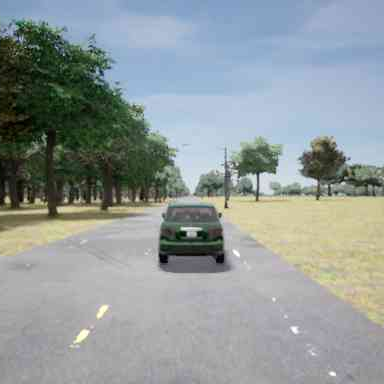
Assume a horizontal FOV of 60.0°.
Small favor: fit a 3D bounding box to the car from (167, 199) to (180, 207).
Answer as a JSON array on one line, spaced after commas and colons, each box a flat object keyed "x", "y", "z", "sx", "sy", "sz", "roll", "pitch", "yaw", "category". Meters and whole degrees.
[{"x": -3.568, "y": 2.211, "z": 65.073, "sx": 2.033, "sy": 1.411, "sz": 5.357, "roll": 0, "pitch": 0, "yaw": 0, "category": "car"}]

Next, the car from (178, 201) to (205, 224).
[{"x": -0.008, "y": 1.663, "z": 28.451, "sx": 2.097, "sy": 1.767, "sz": 4.553, "roll": 0, "pitch": -1, "yaw": 0, "category": "car"}]

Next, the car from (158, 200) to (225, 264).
[{"x": -0.005, "y": 1.364, "z": 12.579, "sx": 2.150, "sy": 2.045, "sz": 5.566, "roll": 0, "pitch": 0, "yaw": 0, "category": "car"}]
